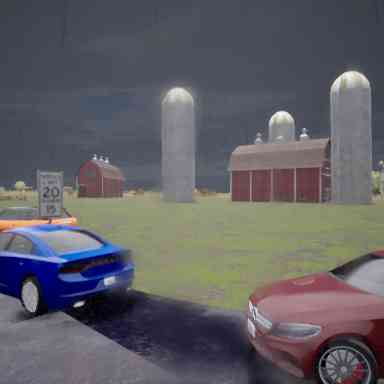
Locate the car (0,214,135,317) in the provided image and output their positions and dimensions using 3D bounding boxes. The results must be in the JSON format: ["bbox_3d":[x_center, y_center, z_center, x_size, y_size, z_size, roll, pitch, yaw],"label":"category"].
[{"bbox_3d":[-3.510,1.480,7.568,5.008,1.535,1.882,0,0,36],"label":"car"}]

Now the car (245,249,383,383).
[{"bbox_3d":[3.090,1.557,4.616,4.674,1.442,1.812,1,0,-7],"label":"car"}]

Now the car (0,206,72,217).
[{"bbox_3d":[-6.954,1.366,13.682,4.553,1.767,2.097,0,0,18],"label":"car"}]
